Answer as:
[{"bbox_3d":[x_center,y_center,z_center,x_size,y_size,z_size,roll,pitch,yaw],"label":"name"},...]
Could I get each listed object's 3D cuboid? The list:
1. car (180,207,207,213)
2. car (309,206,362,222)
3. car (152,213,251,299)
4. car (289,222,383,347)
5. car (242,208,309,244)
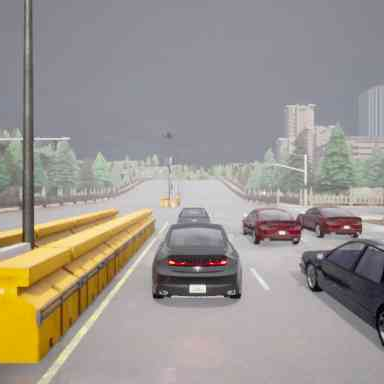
[{"bbox_3d":[0.087,1.544,18.170,2.033,1.411,5.357,0,0,0],"label":"car"},{"bbox_3d":[7.087,1.474,17.697,1.882,1.535,5.008,0,0,0],"label":"car"},{"bbox_3d":[0.097,1.503,8.439,1.837,1.490,4.892,0,0,0],"label":"car"},{"bbox_3d":[3.591,1.546,5.883,2.033,1.411,5.357,0,0,0],"label":"car"},{"bbox_3d":[3.589,1.474,15.709,1.882,1.535,5.008,0,0,0],"label":"car"}]
